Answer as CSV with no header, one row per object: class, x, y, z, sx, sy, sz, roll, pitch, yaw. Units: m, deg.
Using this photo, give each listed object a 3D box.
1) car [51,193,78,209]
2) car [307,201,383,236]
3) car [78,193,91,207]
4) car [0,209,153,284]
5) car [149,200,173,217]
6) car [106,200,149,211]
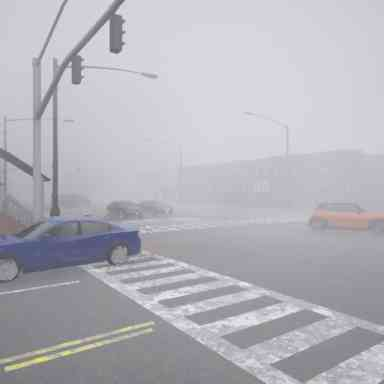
car,-17.985,1.224,46.063,2.150,2.045,5.566,0,0,-35
car,8.912,1.352,18.584,4.553,1.767,2.097,0,0,30
car,-17.421,1.223,51.352,2.150,2.045,5.566,0,0,-35
car,-3.877,1.478,9.807,5.008,1.535,1.882,0,1,-40
car,-3.630,1.491,31.951,2.128,1.511,4.902,0,0,-36
car,-5.936,1.502,29.146,1.837,1.490,4.892,0,1,-36
